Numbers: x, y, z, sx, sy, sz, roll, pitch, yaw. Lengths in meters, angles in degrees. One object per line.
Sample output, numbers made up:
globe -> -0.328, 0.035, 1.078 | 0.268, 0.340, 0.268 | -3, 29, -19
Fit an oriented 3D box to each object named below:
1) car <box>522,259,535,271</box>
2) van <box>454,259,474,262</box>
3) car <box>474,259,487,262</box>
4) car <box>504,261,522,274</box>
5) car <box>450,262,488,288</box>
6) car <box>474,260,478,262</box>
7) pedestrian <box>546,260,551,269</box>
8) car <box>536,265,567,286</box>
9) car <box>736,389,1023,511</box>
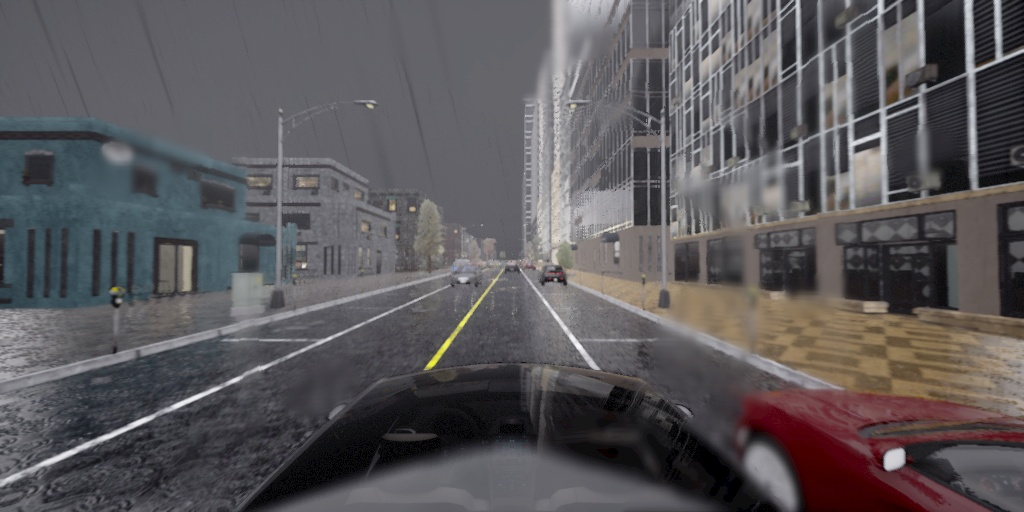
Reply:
car -> 2.688, 1.501, 57.606 | 1.967, 1.591, 4.097 | 0, 0, 0
van -> -5.692, 1.307, 40.729 | 1.690, 1.789, 3.998 | 0, 0, 0
car -> -5.692, 1.376, 57.661 | 2.192, 1.841, 5.009 | 0, 0, 0
car -> 0.035, 1.472, 45.700 | 1.882, 1.535, 5.008 | 0, 0, 0
car -> -3.099, 1.371, 25.245 | 2.128, 1.511, 4.902 | 0, 0, 0
car -> -5.692, 1.580, 46.374 | 1.802, 1.307, 4.207 | 0, 0, 0
pedestrian -> 2.998, 1.201, 30.085 | 0.375, 1.860, 0.375 | 1, -1, 0
car -> 2.999, 1.396, 27.123 | 1.837, 1.490, 4.892 | 0, 0, 0
car -> 2.690, 1.292, 1.165 | 1.888, 1.381, 4.507 | 0, 0, 0
